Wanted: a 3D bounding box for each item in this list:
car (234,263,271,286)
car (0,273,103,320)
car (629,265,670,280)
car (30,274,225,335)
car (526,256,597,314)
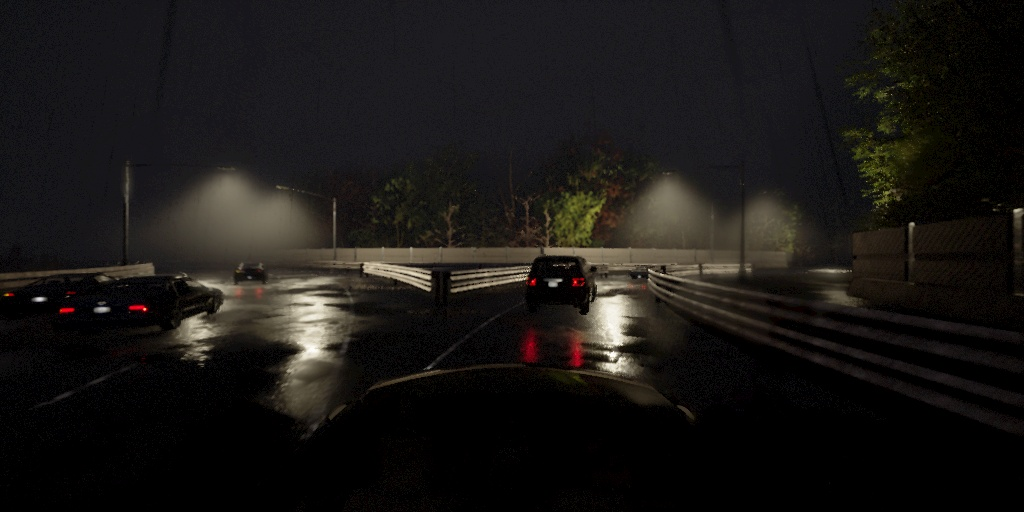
[{"bbox_3d":[-18.757,1.268,25.970,2.128,1.511,4.902,0,0,-32],"label":"car"},{"bbox_3d":[-15.381,1.308,12.838,1.994,1.385,4.181,0,0,-25],"label":"car"},{"bbox_3d":[12.325,1.473,31.880,1.895,1.301,4.718,0,0,44],"label":"car"},{"bbox_3d":[-10.443,1.298,10.591,2.033,1.411,5.357,0,0,-23],"label":"car"},{"bbox_3d":[2.087,1.017,14.291,2.150,2.045,5.566,0,0,16],"label":"car"}]
